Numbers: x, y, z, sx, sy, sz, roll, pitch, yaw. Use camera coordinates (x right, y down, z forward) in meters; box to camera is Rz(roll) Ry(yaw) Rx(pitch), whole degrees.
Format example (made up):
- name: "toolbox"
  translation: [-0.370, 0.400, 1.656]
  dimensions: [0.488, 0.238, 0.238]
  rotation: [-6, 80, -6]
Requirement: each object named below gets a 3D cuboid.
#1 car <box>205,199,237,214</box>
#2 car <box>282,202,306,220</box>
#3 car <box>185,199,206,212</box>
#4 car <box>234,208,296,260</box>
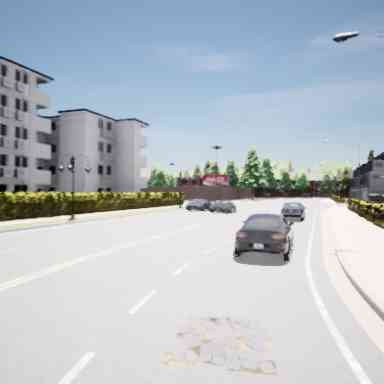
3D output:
- name: "car"
  translation: [3.265, 1.502, 34.359]
  dimensions: [1.994, 1.385, 4.181]
  rotation: [1, 0, 21]
- name: "car"
  translation: [8.504, 1.543, 27.942]
  dimensions: [2.033, 1.411, 5.357]
  rotation: [1, 0, 21]
- name: "car"
  translation: [0.964, 1.458, 38.116]
  dimensions: [2.033, 1.411, 5.357]
  rotation: [1, 0, 21]
- name: "car"
  translation: [2.785, 1.516, 12.485]
  dimensions: [1.812, 1.442, 4.674]
  rotation: [0, 0, 18]
